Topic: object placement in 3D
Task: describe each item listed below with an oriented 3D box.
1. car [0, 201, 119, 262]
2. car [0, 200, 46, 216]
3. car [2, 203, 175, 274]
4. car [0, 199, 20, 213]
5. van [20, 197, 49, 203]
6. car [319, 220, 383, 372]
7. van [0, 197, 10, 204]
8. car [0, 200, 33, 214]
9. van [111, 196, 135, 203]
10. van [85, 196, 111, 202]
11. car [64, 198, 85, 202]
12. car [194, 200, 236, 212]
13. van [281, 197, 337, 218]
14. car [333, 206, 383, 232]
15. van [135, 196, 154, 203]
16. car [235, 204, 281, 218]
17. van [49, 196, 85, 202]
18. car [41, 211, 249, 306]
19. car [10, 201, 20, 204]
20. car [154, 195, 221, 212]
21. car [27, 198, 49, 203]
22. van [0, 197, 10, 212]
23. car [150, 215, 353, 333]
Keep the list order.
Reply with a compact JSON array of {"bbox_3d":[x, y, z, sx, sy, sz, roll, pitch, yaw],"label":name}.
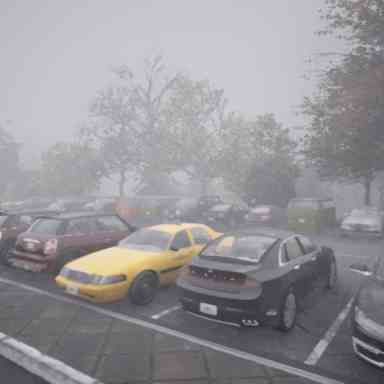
[{"bbox_3d":[-5.137,1.391,11.851,2.185,1.767,4.553,0,0,36],"label":"car"},{"bbox_3d":[-19.907,1.798,38.549,2.097,1.535,5.008,-1,-1,36],"label":"car"},{"bbox_3d":[-2.880,1.388,10.234,2.185,1.767,4.553,0,0,36],"label":"car"},{"bbox_3d":[-24.428,1.768,41.755,2.185,1.767,4.553,-1,-1,36],"label":"car"},{"bbox_3d":[-15.335,1.477,35.425,1.878,1.987,4.442,-1,-1,36],"label":"van"},{"bbox_3d":[3.913,1.505,5.416,2.231,1.521,4.892,0,0,36],"label":"car"},{"bbox_3d":[-11.958,1.301,16.631,1.878,1.987,4.442,0,0,36],"label":"van"},{"bbox_3d":[-22.261,1.848,40.235,2.097,1.535,5.008,-1,-1,36],"label":"car"},{"bbox_3d":[-4.089,1.300,27.370,1.878,1.987,4.442,0,0,36],"label":"van"},{"bbox_3d":[-6.585,1.303,28.871,1.878,1.987,4.442,-1,0,36],"label":"van"},{"bbox_3d":[-8.642,1.559,30.494,2.097,1.535,5.008,-1,-1,36],"label":"car"},{"bbox_3d":[2.596,1.516,22.432,2.097,1.535,5.008,0,0,36],"label":"car"},{"bbox_3d":[7.070,1.284,19.379,1.878,1.987,4.442,0,0,36],"label":"van"},{"bbox_3d":[9.257,1.546,17.673,2.002,1.452,4.674,0,0,36],"label":"car"},{"bbox_3d":[-1.939,1.297,25.831,1.878,1.987,4.442,0,0,36],"label":"van"},{"bbox_3d":[4.851,1.553,20.821,2.002,1.452,4.674,0,0,36],"label":"car"},{"bbox_3d":[-10.968,1.381,32.010,1.878,1.987,4.442,-1,-1,36],"label":"van"},{"bbox_3d":[-0.712,1.507,8.492,1.946,1.575,5.366,0,0,36],"label":"car"},{"bbox_3d":[-17.655,1.752,36.935,2.231,1.521,4.892,-1,-1,36],"label":"car"},{"bbox_3d":[0.229,1.268,24.099,2.435,2.045,5.566,0,0,36],"label":"car"},{"bbox_3d":[-13.255,1.652,33.564,1.946,1.575,5.366,-1,-1,36],"label":"car"},{"bbox_3d":[-26.595,1.716,43.489,1.878,1.987,4.442,-1,-1,36],"label":"van"},{"bbox_3d":[1.649,1.508,7.022,2.231,1.521,4.892,0,0,36],"label":"car"}]
